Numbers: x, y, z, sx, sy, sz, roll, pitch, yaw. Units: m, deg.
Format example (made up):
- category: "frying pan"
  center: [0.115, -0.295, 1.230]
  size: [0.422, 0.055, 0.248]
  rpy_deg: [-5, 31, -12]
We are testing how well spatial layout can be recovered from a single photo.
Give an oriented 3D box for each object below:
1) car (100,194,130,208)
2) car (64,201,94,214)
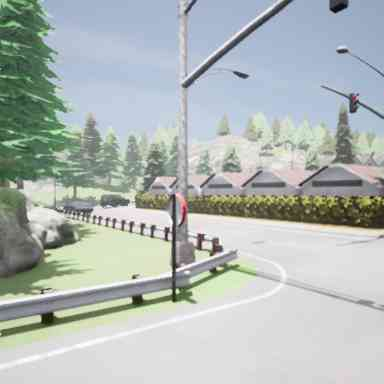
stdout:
- category: "car"
  center: [-11.907, 1.363, 51.681]
  size: [2.150, 2.045, 5.566]
  rpy_deg: [-1, 0, 21]
- category: "car"
  center: [-12.610, 1.719, 36.888]
  size: [2.033, 1.411, 5.357]
  rpy_deg: [0, 0, -36]
